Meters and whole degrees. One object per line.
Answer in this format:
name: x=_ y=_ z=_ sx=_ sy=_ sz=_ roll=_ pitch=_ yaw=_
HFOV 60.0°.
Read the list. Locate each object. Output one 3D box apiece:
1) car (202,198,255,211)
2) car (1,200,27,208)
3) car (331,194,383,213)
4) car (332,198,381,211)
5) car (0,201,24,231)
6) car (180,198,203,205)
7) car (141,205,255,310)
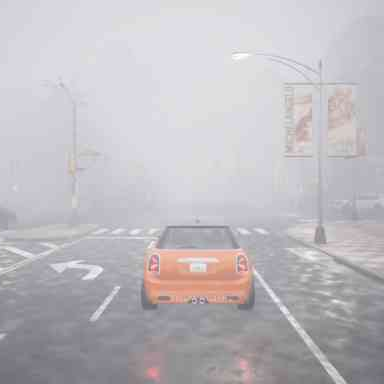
car: x=4.136 y=1.547 z=36.233 sx=5.357 sy=1.411 sz=2.033 roll=0 pitch=0 yaw=-4
car: x=-22.727 y=1.601 z=40.243 sx=4.718 sy=1.301 sz=1.895 roll=0 pitch=0 yaw=1
car: x=18.162 y=1.221 z=36.335 sx=5.566 sy=2.045 sz=2.150 roll=0 pitch=0 yaw=1
car: x=19.625 y=1.504 z=39.809 sx=4.892 sy=1.490 sz=1.837 roll=0 pitch=0 yaw=1
car: x=-11.537 y=1.477 z=18.010 sx=1.882 sy=1.535 sz=5.008 roll=0 pitch=0 yaw=2
car: x=1.011 y=1.491 z=40.009 sx=4.902 sy=1.511 sz=2.128 roll=0 pitch=0 yaw=1
car: x=0.112 y=1.352 z=7.994 sx=2.097 sy=1.767 sz=4.553 roll=0 pitch=0 yaw=0
